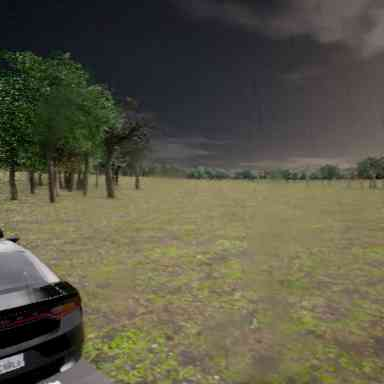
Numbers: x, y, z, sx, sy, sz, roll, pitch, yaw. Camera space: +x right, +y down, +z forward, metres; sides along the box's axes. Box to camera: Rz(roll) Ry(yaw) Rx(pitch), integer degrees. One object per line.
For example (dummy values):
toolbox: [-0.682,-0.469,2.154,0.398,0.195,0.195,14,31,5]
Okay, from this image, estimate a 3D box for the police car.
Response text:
police car: [-3.471,1.405,5.000,1.930,1.638,5.238,-2,2,-43]
